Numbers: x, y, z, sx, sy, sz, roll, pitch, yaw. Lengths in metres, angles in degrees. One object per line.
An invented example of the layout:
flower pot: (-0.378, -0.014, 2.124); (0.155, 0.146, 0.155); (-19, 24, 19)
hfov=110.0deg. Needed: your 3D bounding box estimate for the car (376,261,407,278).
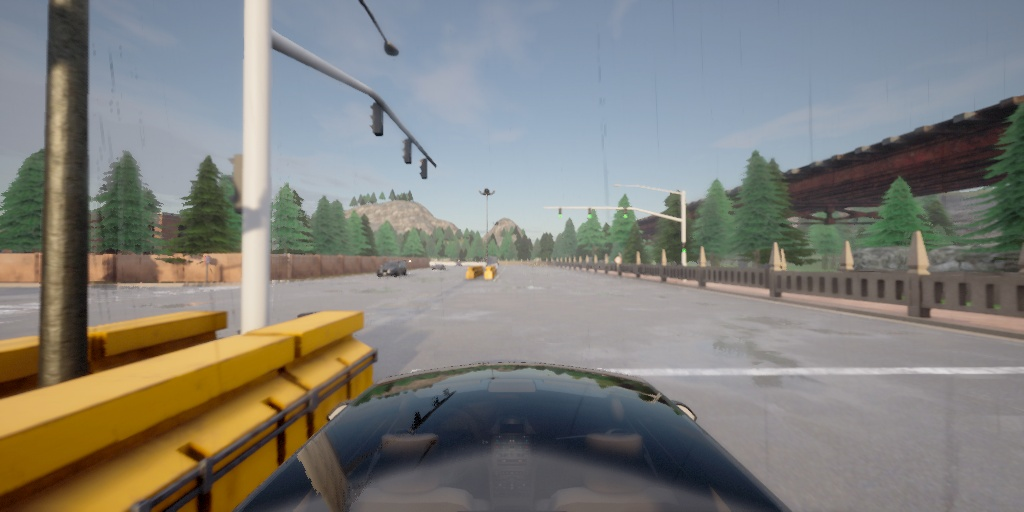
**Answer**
car: (-13.990, 1.581, 42.168); (2.150, 2.045, 5.566); (0, 1, 0)
